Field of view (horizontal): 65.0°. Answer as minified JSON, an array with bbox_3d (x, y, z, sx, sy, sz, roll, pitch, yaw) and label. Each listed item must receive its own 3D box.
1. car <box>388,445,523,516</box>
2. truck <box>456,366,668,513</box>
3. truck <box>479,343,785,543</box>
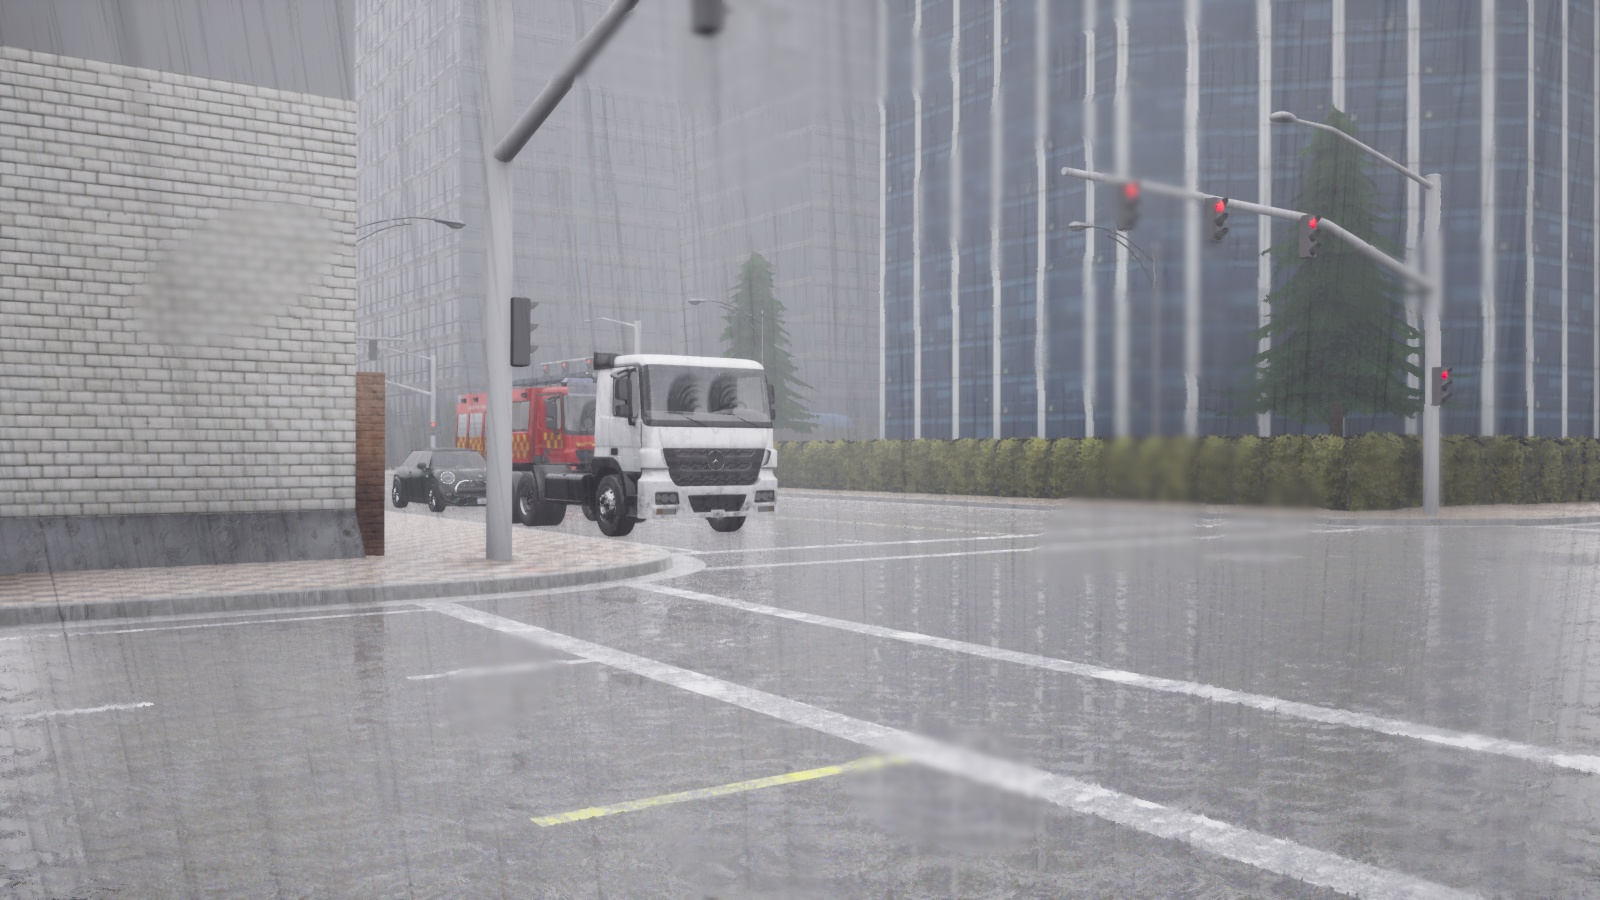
[{"bbox_3d":[-9.337,0.761,33.803,2.097,1.767,4.553,0,0,-35],"label":"car"},{"bbox_3d":[-7.219,-0.259,36.874,2.891,3.827,8.468,0,0,-35],"label":"truck"},{"bbox_3d":[-3.750,-0.110,25.811,2.891,3.462,7.936,0,0,-35],"label":"truck"}]
